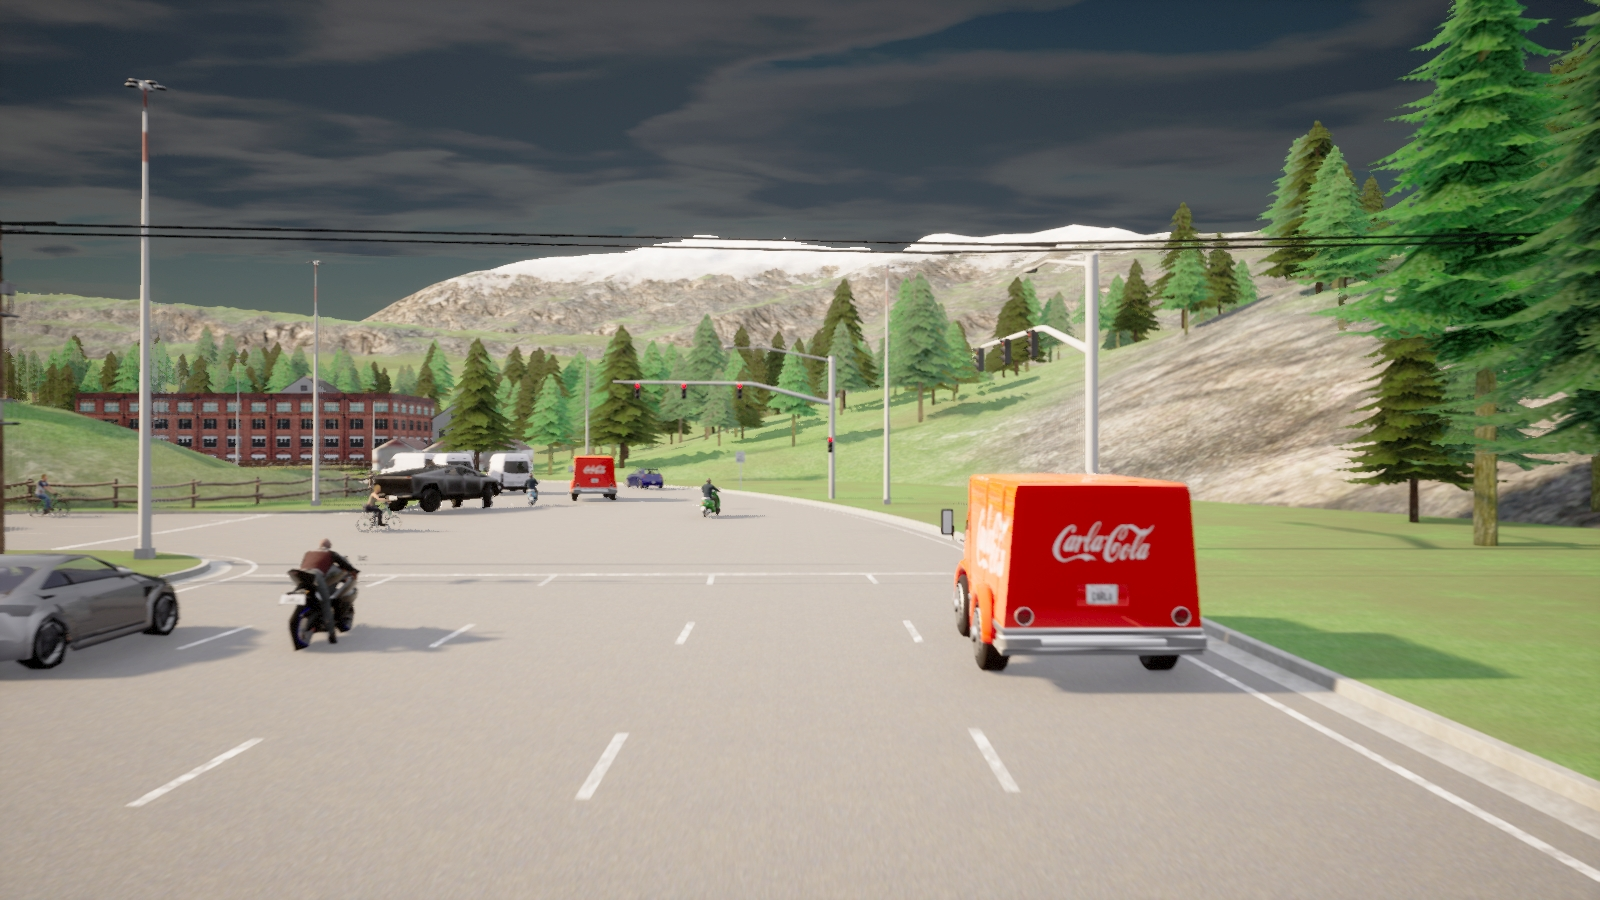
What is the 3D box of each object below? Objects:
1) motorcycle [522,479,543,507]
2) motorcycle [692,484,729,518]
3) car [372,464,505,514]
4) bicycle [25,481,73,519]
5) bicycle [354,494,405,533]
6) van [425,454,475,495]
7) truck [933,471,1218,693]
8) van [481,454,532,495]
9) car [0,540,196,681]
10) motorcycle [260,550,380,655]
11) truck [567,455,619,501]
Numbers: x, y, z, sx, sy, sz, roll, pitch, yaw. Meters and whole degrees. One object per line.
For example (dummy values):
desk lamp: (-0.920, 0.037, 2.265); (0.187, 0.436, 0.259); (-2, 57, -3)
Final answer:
motorcycle: (-13.421, 2.142, 57.349); (0.856, 1.316, 1.805); (-3, 0, -10)
motorcycle: (-3.718, 2.142, 47.851); (0.856, 1.316, 1.805); (-3, -1, 18)
car: (-16.649, 1.753, 53.014); (2.390, 2.098, 6.274); (0, 0, 23)
bicycle: (-30.954, 2.053, 47.104); (1.643, 1.496, 0.373); (-3, 0, -1)
bicycle: (-14.389, 2.158, 39.079); (1.487, 1.276, 0.859); (0, -1, -30)
van: (-22.726, 1.535, 74.095); (1.988, 2.561, 5.915); (1, 0, -28)
truck: (3.482, 1.568, 15.774); (2.627, 2.467, 5.204); (0, 0, -1)
van: (-19.331, 1.535, 75.072); (1.988, 2.561, 5.915); (1, 0, -27)
car: (-10.520, 2.119, 15.969); (1.994, 1.385, 4.181); (0, 0, -1)
motorcycle: (-7.042, 2.205, 16.898); (0.867, 1.251, 2.209); (0, 0, -1)
truck: (-11.898, 1.570, 65.318); (2.627, 2.467, 5.204); (1, 0, -14)
